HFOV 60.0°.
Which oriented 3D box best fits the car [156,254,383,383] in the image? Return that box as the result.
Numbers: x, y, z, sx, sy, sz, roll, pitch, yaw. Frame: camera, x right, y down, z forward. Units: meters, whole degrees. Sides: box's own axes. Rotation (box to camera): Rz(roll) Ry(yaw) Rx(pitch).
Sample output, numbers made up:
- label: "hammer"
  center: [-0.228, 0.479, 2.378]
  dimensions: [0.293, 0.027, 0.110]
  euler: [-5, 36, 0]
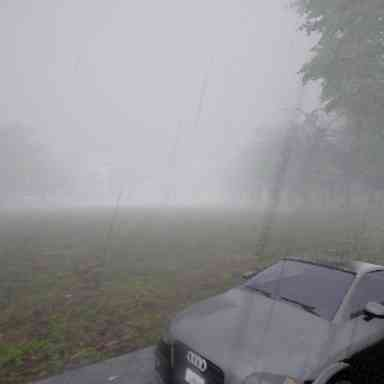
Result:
- label: "car"
  center: [1.649, 1.565, 4.247]
  dimensions: [4.181, 1.385, 1.994]
  euler: [0, 0, -35]
